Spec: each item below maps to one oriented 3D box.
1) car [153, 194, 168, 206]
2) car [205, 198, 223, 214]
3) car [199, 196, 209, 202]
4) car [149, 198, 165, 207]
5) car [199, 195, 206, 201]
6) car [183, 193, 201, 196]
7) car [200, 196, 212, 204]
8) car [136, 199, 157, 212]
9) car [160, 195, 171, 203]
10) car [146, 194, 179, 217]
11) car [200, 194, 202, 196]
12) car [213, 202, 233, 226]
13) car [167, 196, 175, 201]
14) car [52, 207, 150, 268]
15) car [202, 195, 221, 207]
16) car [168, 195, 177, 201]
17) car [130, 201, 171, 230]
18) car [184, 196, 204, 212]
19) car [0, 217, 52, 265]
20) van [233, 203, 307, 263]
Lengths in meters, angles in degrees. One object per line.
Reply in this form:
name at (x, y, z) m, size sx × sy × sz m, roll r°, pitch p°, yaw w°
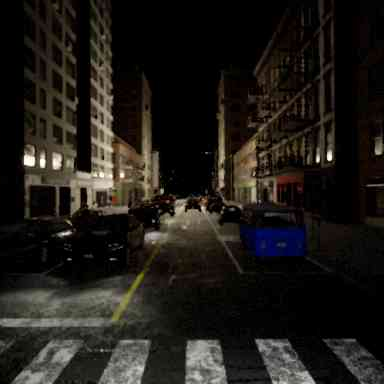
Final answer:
car at (-5.370, 1.363, 57.095) m, size 2.192 × 1.841 × 5.009 m, roll 0°, pitch 0°, yaw 0°
car at (2.647, 1.576, 34.371) m, size 1.802 × 1.307 × 4.206 m, roll 0°, pitch 0°, yaw 0°
car at (2.664, 1.561, 74.140) m, size 1.947 × 1.339 × 4.313 m, roll 0°, pitch 0°, yaw 0°
car at (-5.371, 1.614, 51.413) m, size 1.947 × 1.339 × 4.313 m, roll 0°, pitch 0°, yaw 0°
car at (2.668, 1.519, 85.672) m, size 1.752 × 1.417 × 4.829 m, roll 0°, pitch 0°, yaw 0°
car at (0.099, 1.364, 55.607) m, size 2.097 × 1.767 × 4.553 m, roll 0°, pitch 0°, yaw 2°
car at (2.659, 1.546, 62.777) m, size 2.008 × 1.369 × 4.403 m, roll 0°, pitch 0°, yaw 0°
car at (-5.376, 1.614, 40.050) m, size 1.947 × 1.339 × 4.313 m, roll 0°, pitch 0°, yaw 0°
car at (-5.364, 1.488, 68.459) m, size 1.967 × 1.590 × 4.097 m, roll 0°, pitch 0°, yaw 0°
car at (-2.744, 1.251, 32.066) m, size 2.150 × 2.045 × 5.566 m, roll 0°, pitch 0°, yaw 0°
car at (2.653, 1.435, 51.415) m, size 1.967 × 1.590 × 4.097 m, roll 0°, pitch 0°, yaw 0°
car at (2.642, 1.572, 23.008) m, size 1.802 × 1.307 × 4.206 m, roll 0°, pitch 0°, yaw 0°
car at (-5.356, 1.629, 85.504) m, size 1.802 × 1.307 × 4.206 m, roll 0°, pitch 0°, yaw 0°
car at (-2.837, 1.496, 11.647) m, size 1.882 × 1.535 × 5.008 m, roll 0°, pitch 0°, yaw 0°
car at (2.647, 1.310, 40.053) m, size 2.192 × 1.841 × 5.009 m, roll 0°, pitch 0°, yaw 0°
car at (-5.354, 1.597, 91.186) m, size 2.008 × 1.369 × 4.403 m, roll 0°, pitch 0°, yaw 0°
car at (-2.794, 1.572, 21.554) m, size 2.033 × 1.411 × 5.357 m, roll 0°, pitch 0°, yaw 1°
car at (0.108, 1.537, 39.514) m, size 1.812 × 1.442 × 4.674 m, roll 0°, pitch 0°, yaw 0°
car at (-5.389, 1.586, 11.640) m, size 2.008 × 1.369 × 4.403 m, roll 0°, pitch 0°, yaw 0°
van at (2.635, 1.323, 11.646) m, size 1.690 × 1.788 × 3.998 m, roll 0°, pitch 0°, yaw 0°
